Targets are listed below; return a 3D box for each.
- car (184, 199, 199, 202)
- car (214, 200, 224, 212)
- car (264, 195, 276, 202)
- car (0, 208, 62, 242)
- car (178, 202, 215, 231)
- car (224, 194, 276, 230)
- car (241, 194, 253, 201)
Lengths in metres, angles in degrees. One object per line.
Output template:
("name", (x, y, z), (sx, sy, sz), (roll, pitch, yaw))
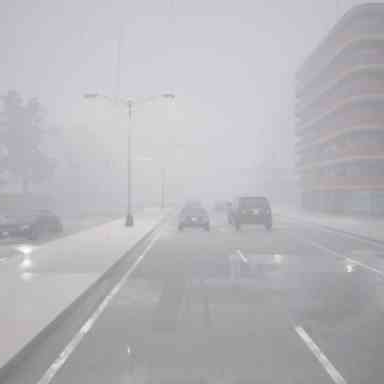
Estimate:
("car", (0.110, 1.523, 39.429), (2.128, 1.511, 4.902), (0, 0, 0))
("car", (3.606, 1.595, 39.021), (1.994, 1.385, 4.181), (0, 0, 0))
("car", (18.974, 1.521, 80.682), (1.970, 1.475, 3.806), (0, 0, 0))
("car", (-8.082, 1.539, 16.750), (1.812, 1.442, 4.674), (0, 0, 0))
("car", (0.105, 1.564, 20.827), (2.033, 1.411, 5.357), (0, 0, 0))
("car", (3.600, 1.241, 21.362), (2.150, 2.045, 5.566), (0, 0, 0))
("car", (13.229, 1.359, 79.921), (2.242, 1.667, 4.611), (0, 0, 0))
